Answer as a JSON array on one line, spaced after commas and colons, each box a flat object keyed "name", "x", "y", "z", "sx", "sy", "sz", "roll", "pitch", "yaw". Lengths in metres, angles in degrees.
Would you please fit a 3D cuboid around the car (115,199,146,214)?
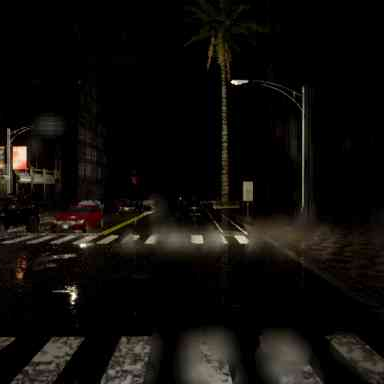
[{"name": "car", "x": -6.459, "y": 1.518, "z": 35.417, "sx": 1.837, "sy": 1.490, "sz": 4.892, "roll": 0, "pitch": 0, "yaw": 0}]

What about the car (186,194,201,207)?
[{"name": "car", "x": 0.209, "y": 1.259, "z": 53.417, "sx": 2.150, "sy": 2.045, "sz": 5.566, "roll": 0, "pitch": 0, "yaw": 0}]

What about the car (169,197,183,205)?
[{"name": "car", "x": -2.935, "y": 1.610, "z": 57.709, "sx": 1.994, "sy": 1.385, "sz": 4.181, "roll": 0, "pitch": 0, "yaw": 1}]

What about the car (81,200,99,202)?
[{"name": "car", "x": -9.726, "y": 1.502, "z": 31.339, "sx": 2.128, "sy": 1.511, "sz": 4.902, "roll": 0, "pitch": 0, "yaw": 0}]

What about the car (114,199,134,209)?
[{"name": "car", "x": -9.639, "y": 1.628, "z": 47.768, "sx": 1.895, "sy": 1.301, "sz": 4.718, "roll": 0, "pitch": 0, "yaw": 1}]

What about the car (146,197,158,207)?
[{"name": "car", "x": -6.359, "y": 1.559, "z": 51.291, "sx": 1.812, "sy": 1.442, "sz": 4.674, "roll": 0, "pitch": 0, "yaw": 1}]

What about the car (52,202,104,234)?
[{"name": "car", "x": -6.521, "y": 1.530, "z": 19.521, "sx": 1.812, "sy": 1.442, "sz": 4.674, "roll": 0, "pitch": 0, "yaw": 0}]

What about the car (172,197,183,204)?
[{"name": "car", "x": -2.896, "y": 1.633, "z": 67.667, "sx": 1.994, "sy": 1.385, "sz": 4.181, "roll": 0, "pitch": 0, "yaw": 0}]

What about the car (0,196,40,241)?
[{"name": "car", "x": -9.786, "y": 1.224, "z": 16.870, "sx": 2.150, "sy": 2.045, "sz": 5.566, "roll": 0, "pitch": 0, "yaw": 0}]
